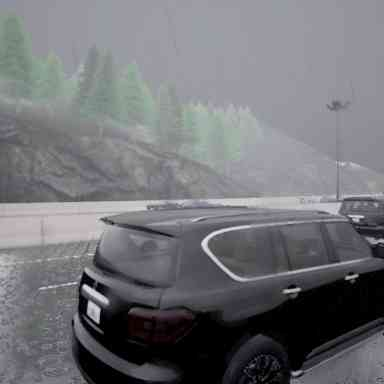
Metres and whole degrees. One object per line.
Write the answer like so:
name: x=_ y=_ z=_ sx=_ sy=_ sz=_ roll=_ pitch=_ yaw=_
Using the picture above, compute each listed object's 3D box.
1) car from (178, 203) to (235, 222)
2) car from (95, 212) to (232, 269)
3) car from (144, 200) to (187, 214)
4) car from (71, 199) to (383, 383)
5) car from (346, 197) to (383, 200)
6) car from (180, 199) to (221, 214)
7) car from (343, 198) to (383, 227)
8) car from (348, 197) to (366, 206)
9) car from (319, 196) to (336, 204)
car: x=1.293 y=1.647 z=27.612 sx=4.718 sy=1.301 sz=1.895 roll=0 pitch=0 yaw=-42
car: x=-0.893 y=1.548 z=11.971 sx=4.674 sy=1.442 sz=1.812 roll=0 pitch=0 yaw=-38
car: x=-2.925 y=1.670 z=37.939 sx=4.718 sy=1.301 sz=1.895 roll=0 pitch=0 yaw=-43
car: x=1.211 y=1.229 z=4.766 sx=5.566 sy=2.045 sz=2.150 roll=0 pitch=0 yaw=-37
car: x=8.696 y=1.239 z=15.251 sx=5.566 sy=2.045 sz=2.150 roll=0 pitch=0 yaw=-40
car: x=1.026 y=1.588 z=36.860 sx=4.674 sy=1.442 sz=1.812 roll=0 pitch=0 yaw=-44
car: x=12.734 y=1.379 z=23.623 sx=4.553 sy=1.767 sz=2.097 roll=0 pitch=0 yaw=-43
car: x=28.539 y=1.629 z=57.551 sx=1.994 sy=1.385 sz=4.181 roll=0 pitch=0 yaw=38
car: x=27.690 y=1.609 z=67.886 sx=2.128 sy=1.511 sz=4.902 roll=0 pitch=0 yaw=38
